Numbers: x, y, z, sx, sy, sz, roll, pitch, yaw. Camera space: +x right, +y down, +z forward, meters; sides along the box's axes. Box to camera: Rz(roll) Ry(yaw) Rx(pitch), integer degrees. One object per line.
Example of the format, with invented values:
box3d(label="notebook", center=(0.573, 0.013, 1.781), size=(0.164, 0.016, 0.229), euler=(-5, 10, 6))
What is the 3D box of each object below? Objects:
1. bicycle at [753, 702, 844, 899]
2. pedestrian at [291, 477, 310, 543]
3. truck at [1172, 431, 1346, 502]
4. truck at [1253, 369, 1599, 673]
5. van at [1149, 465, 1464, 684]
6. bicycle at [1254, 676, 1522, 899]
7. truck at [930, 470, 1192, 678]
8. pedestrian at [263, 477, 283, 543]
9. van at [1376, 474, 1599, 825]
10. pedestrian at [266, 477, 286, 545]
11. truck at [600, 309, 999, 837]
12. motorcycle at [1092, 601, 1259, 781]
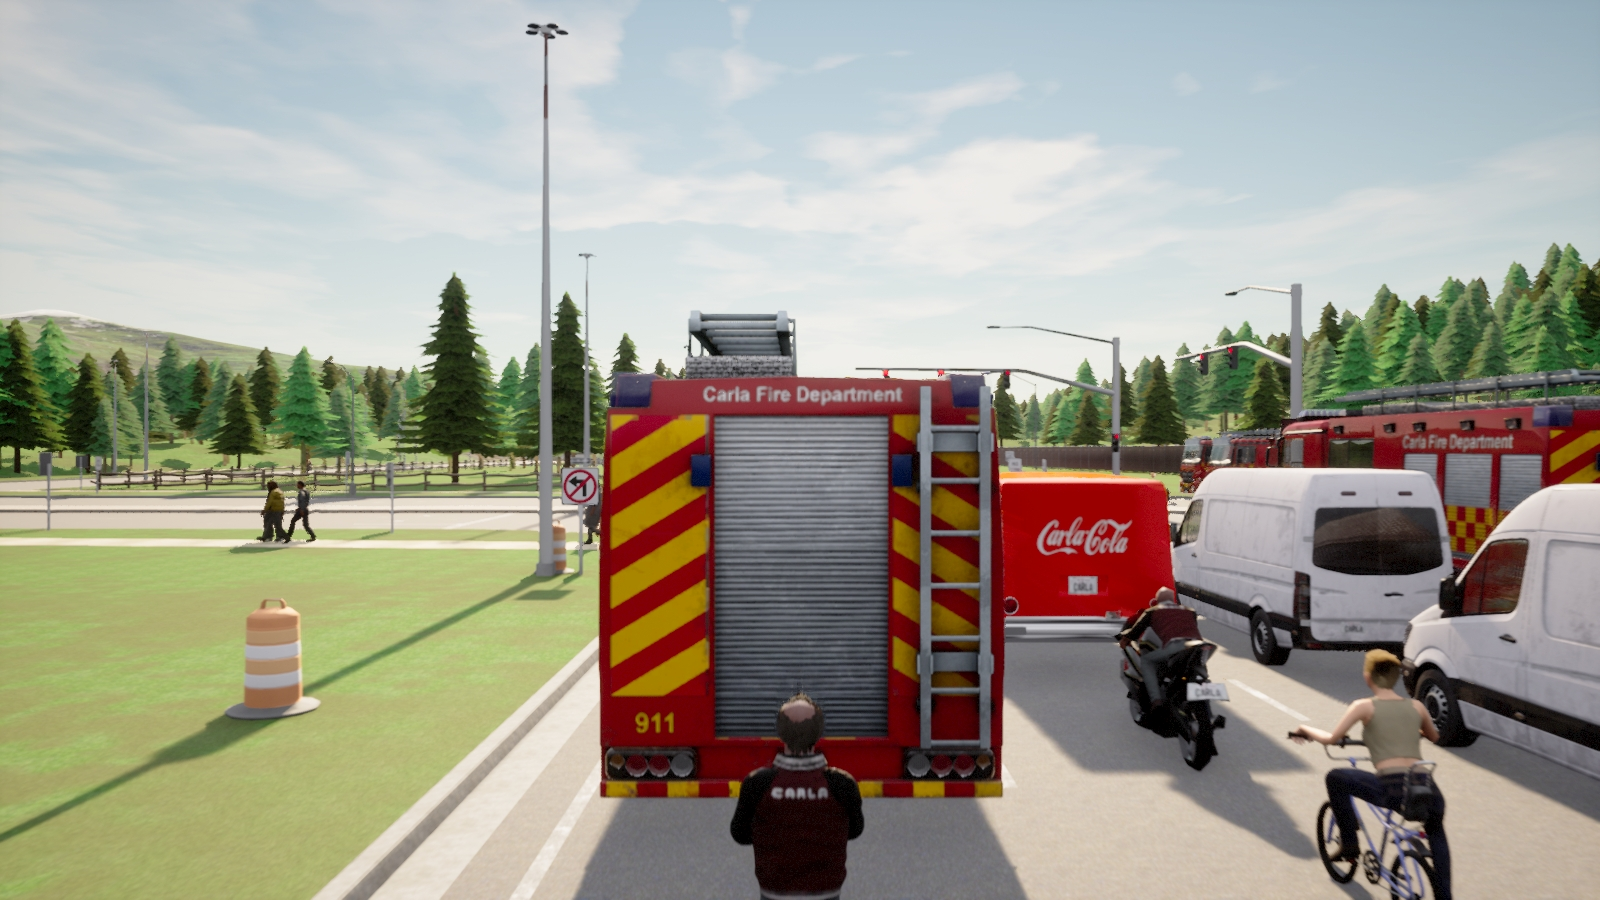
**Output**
box3d(label="bicycle", center=(-0.006, 2.060, 5.062), size=(0.329, 1.471, 1.835), euler=(0, 0, 0))
box3d(label="pedestrian", center=(-14.184, 1.696, 32.444), size=(0.375, 1.860, 0.375), euler=(0, 0, 4))
box3d(label="truck", center=(25.261, 0.891, 63.176), size=(8.468, 3.827, 2.891), euler=(0, 0, 1))
box3d(label="truck", center=(10.497, 0.891, 18.591), size=(2.891, 3.827, 8.468), euler=(0, 0, 0))
box3d(label="van", center=(6.998, 1.534, 16.716), size=(1.988, 2.561, 5.915), euler=(0, 0, 0))
box3d(label="bicycle", center=(3.482, 2.158, 6.933), size=(0.859, 1.277, 1.487), euler=(0, 0, 0))
box3d(label="truck", center=(3.509, 1.568, 16.663), size=(2.627, 2.467, 5.204), euler=(0, 0, 0))
box3d(label="pedestrian", center=(-15.010, 1.696, 32.563), size=(0.375, 1.860, 0.375), euler=(0, 0, 6))
box3d(label="van", center=(6.995, 1.534, 8.954), size=(1.988, 2.561, 5.915), euler=(0, 0, 0))
box3d(label="pedestrian", center=(-14.544, 1.696, 31.724), size=(0.375, 1.860, 0.375), euler=(0, 0, 3))
box3d(label="truck", center=(-0.004, 0.891, 12.515), size=(2.891, 3.827, 8.468), euler=(0, 0, 0))
box3d(label="motorcycle", center=(3.491, 2.205, 10.870), size=(0.867, 1.251, 2.209), euler=(0, 0, 0))
